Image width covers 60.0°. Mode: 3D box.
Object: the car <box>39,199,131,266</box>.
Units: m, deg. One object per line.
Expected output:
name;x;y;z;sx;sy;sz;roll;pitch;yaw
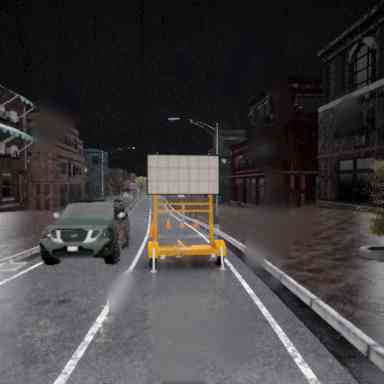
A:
car;-3.548;1.277;12.129;2.150;2.045;5.566;0;-1;-4

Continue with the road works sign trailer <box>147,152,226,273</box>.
road works sign trailer;-0.299;0.497;10.941;2.380;3.560;2.880;0;-1;-9
